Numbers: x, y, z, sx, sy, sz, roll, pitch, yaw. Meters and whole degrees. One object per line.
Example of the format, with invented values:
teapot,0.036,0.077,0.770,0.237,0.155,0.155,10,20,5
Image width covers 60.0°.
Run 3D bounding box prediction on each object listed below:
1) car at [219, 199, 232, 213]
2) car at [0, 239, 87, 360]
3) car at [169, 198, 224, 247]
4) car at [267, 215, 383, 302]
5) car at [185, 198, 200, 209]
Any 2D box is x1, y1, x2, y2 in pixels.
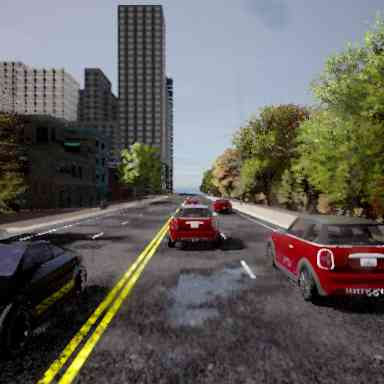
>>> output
car,3.343,1.484,37.203,1.882,1.535,5.008,0,0,0
car,-3.349,1.566,5.800,1.994,1.385,4.181,0,0,0
car,0.099,1.356,15.257,2.097,1.767,4.553,0,0,0
car,3.349,1.355,8.436,2.097,1.767,4.553,0,0,0
car,0.094,1.570,47.022,1.994,1.385,4.181,0,0,0
